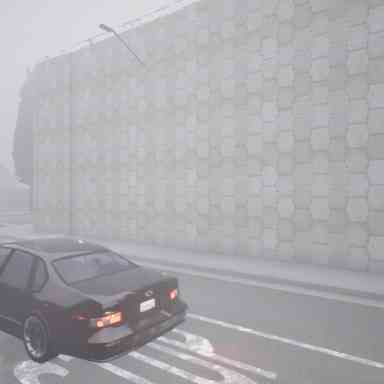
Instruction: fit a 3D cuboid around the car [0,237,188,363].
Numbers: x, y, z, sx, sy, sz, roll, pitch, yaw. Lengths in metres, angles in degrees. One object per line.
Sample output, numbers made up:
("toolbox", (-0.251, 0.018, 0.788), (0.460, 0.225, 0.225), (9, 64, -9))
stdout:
("car", (-2.638, 1.547, 5.859), (5.357, 1.411, 2.033), (0, 0, 35))
